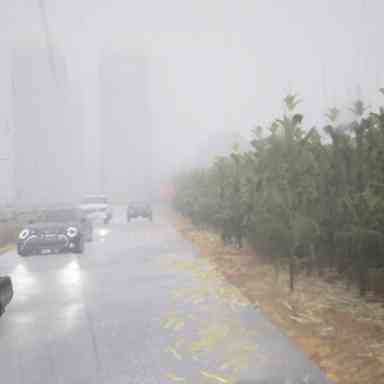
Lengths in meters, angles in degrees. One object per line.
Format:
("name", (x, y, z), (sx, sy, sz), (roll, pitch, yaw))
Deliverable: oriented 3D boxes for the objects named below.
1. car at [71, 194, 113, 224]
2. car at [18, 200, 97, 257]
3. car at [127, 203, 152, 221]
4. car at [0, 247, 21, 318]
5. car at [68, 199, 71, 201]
("car", (-7.244, 1.233, 25.020), (2.150, 2.045, 5.566), (-1, 1, -9))
("car", (-5.347, 1.426, 13.538), (2.097, 1.767, 4.553), (-2, 0, -10))
("car", (-4.223, 1.519, 26.699), (1.895, 1.301, 4.718), (-2, 1, -10))
("car", (-3.652, 1.686, 3.460), (1.895, 1.301, 4.718), (-2, 0, -10))
("car", (-14.174, 1.491, 40.578), (4.902, 1.511, 2.128), (-2, 1, 2))
